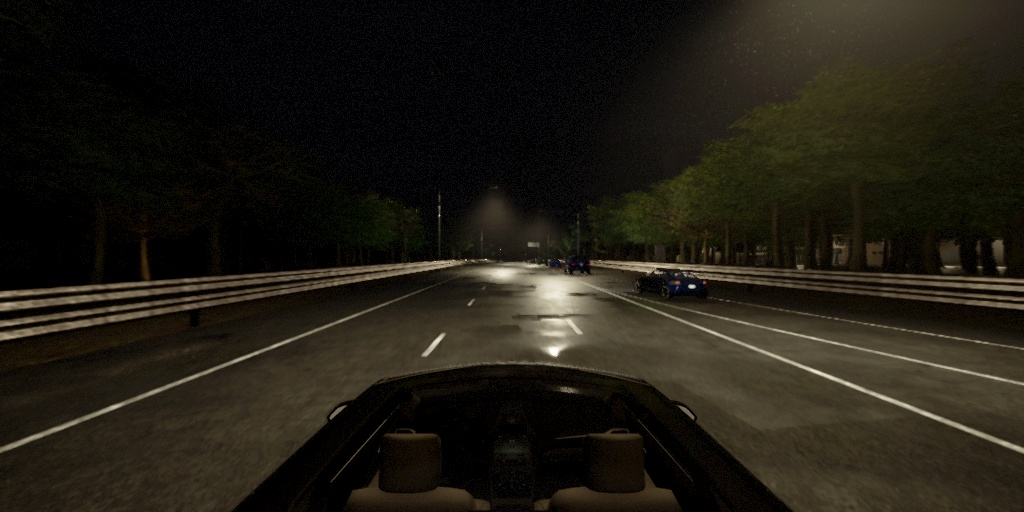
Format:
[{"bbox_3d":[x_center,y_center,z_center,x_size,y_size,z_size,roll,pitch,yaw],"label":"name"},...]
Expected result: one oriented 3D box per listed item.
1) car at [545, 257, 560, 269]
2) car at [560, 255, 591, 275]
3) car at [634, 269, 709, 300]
[{"bbox_3d":[7.032,1.293,58.853,1.812,1.442,4.674,0,0,0],"label":"car"},{"bbox_3d":[7.000,0.961,38.877,2.150,2.045,5.566,0,0,0],"label":"car"},{"bbox_3d":[7.774,1.320,17.900,1.994,1.385,4.181,0,0,-7],"label":"car"}]
